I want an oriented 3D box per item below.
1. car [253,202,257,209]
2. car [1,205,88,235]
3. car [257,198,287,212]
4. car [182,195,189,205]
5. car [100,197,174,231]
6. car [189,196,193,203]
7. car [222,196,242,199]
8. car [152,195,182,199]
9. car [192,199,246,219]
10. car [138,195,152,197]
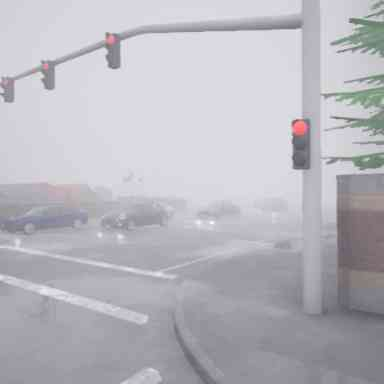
[{"bbox_3d":[10.360,1.554,46.820,1.882,1.535,5.008,0,0,36],"label":"car"},{"bbox_3d":[-8.624,1.552,19.872,1.882,1.535,5.008,0,0,35],"label":"car"},{"bbox_3d":[10.004,1.551,40.272,1.837,1.490,4.892,0,1,35],"label":"car"},{"bbox_3d":[-3.269,1.648,65.281,3.905,1.438,1.784,0,0,35],"label":"car"},{"bbox_3d":[-3.547,1.402,21.002,2.097,1.767,4.553,0,0,35],"label":"car"},{"bbox_3d":[-1.589,1.680,67.638,3.806,1.475,1.970,0,0,35],"label":"car"},{"bbox_3d":[3.204,1.553,36.701,1.882,1.535,5.008,0,0,35],"label":"car"},{"bbox_3d":[-4.787,1.438,63.067,4.605,1.855,1.932,0,0,35],"label":"car"},{"bbox_3d":[2.493,1.598,29.610,2.033,1.411,5.357,0,0,35],"label":"car"},{"bbox_3d":[-10.541,1.786,81.099,3.806,1.475,1.970,0,0,35],"label":"car"}]
